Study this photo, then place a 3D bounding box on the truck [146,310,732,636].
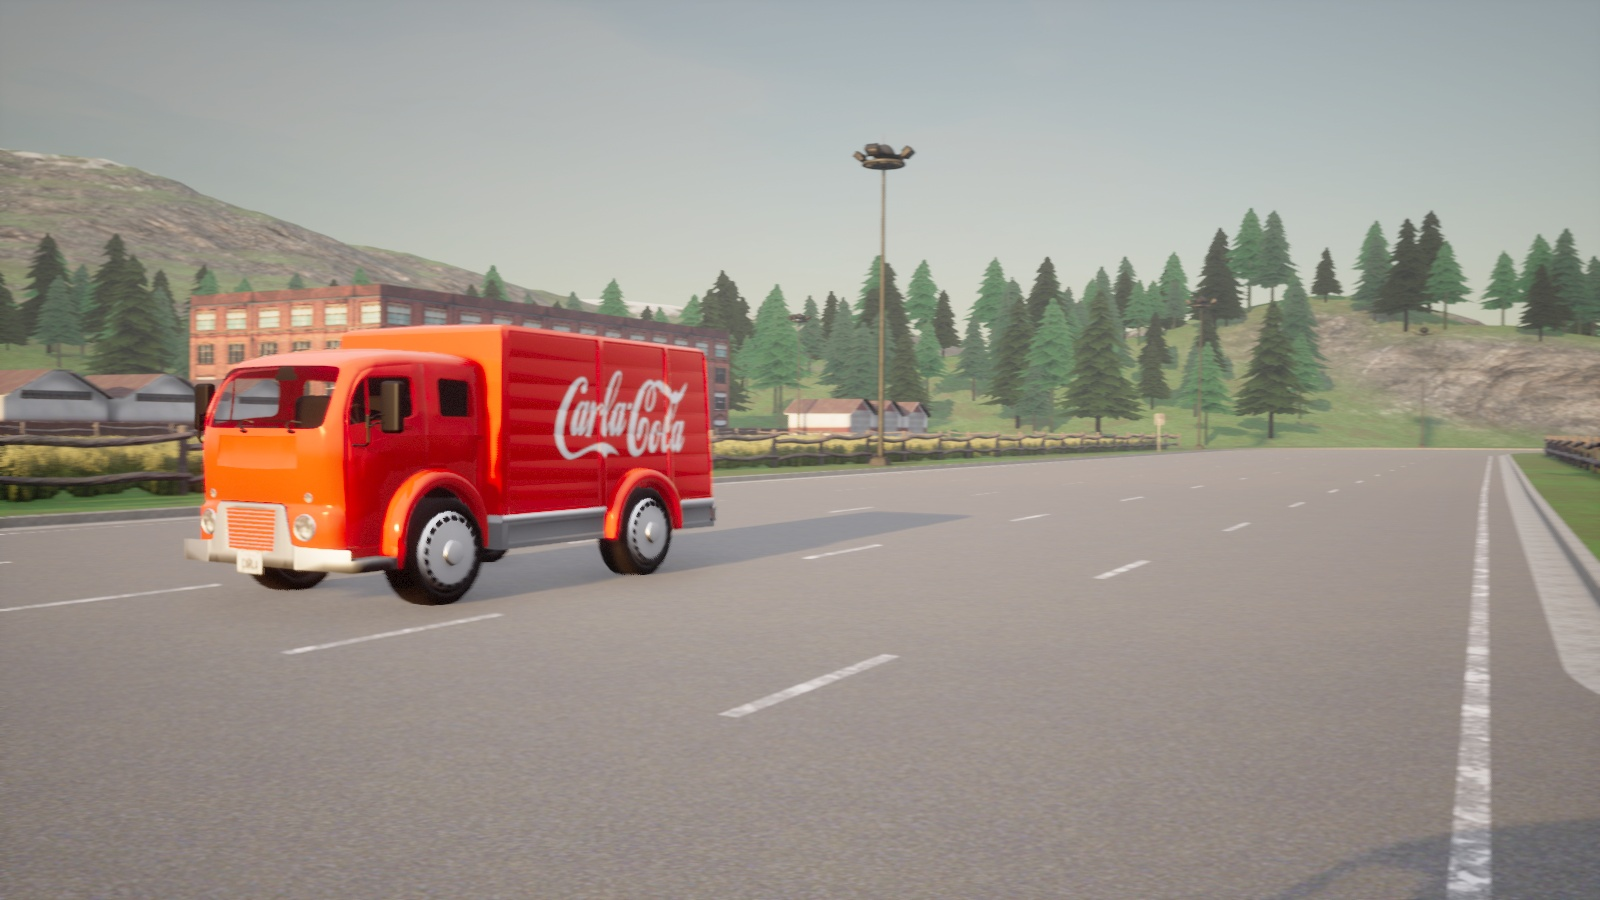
[{"bbox_3d":[-3.180,0.125,12.423,2.627,2.467,5.204,0,1,29],"label":"truck"}]
